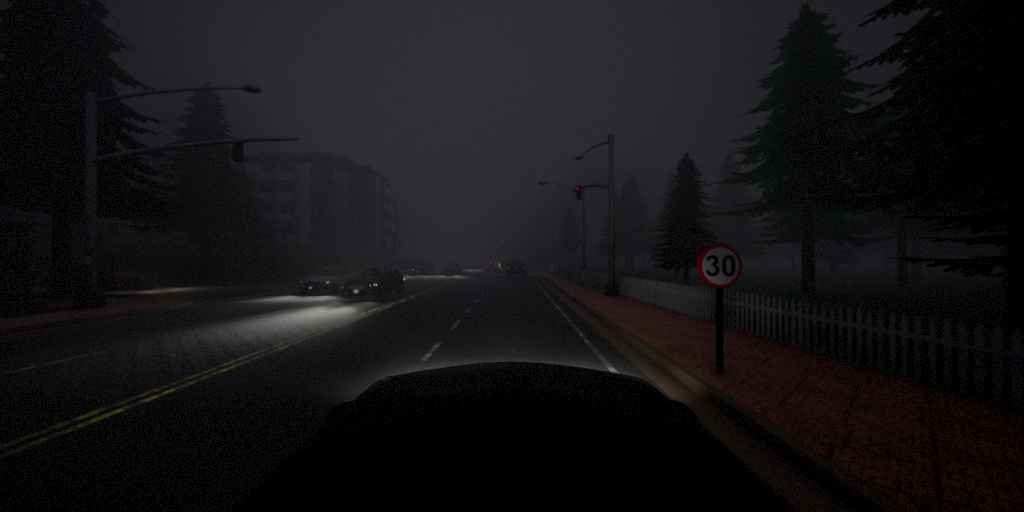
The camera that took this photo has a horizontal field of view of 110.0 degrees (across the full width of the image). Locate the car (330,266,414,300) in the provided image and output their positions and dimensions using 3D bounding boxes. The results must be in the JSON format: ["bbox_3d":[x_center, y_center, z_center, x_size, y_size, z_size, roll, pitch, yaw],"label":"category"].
[{"bbox_3d":[-6.965,1.335,18.505,2.128,1.511,4.902,0,0,1],"label":"car"}]

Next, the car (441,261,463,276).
[{"bbox_3d":[-6.768,1.494,40.868,1.812,1.442,4.674,0,0,1],"label":"car"}]

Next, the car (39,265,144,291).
[{"bbox_3d":[-25.383,1.299,21.764,5.008,1.535,1.882,0,0,0],"label":"car"}]

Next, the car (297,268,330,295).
[{"bbox_3d":[-10.444,1.382,20.941,1.812,1.442,4.674,0,0,1],"label":"car"}]

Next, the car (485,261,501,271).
[{"bbox_3d":[-2.949,1.646,54.517,1.895,1.301,4.718,0,0,1],"label":"car"}]

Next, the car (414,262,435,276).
[{"bbox_3d":[-10.258,1.478,41.717,1.837,1.490,4.892,0,0,1],"label":"car"}]

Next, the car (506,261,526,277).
[{"bbox_3d":[0.420,1.314,39.587,2.097,1.767,4.553,0,0,1],"label":"car"}]

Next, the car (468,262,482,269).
[{"bbox_3d":[-6.503,1.694,63.113,1.895,1.301,4.718,0,0,1],"label":"car"}]
